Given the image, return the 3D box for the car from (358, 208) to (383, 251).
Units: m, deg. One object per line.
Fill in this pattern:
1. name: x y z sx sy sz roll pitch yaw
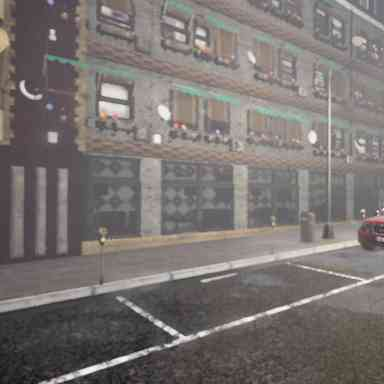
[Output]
1. car: 8.302 1.226 12.465 5.009 1.841 2.192 0 1 -35
